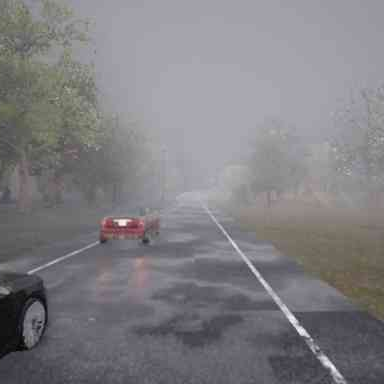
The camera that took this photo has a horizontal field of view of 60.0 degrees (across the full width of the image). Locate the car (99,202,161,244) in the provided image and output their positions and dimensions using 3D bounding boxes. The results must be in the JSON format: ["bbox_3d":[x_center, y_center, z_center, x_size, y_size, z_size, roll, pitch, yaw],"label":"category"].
[{"bbox_3d":[-2.736,1.289,15.613,2.097,1.767,4.553,0,0,2],"label":"car"}]

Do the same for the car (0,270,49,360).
[{"bbox_3d":[-3.169,1.479,3.251,2.128,1.511,4.902,0,0,2],"label":"car"}]
